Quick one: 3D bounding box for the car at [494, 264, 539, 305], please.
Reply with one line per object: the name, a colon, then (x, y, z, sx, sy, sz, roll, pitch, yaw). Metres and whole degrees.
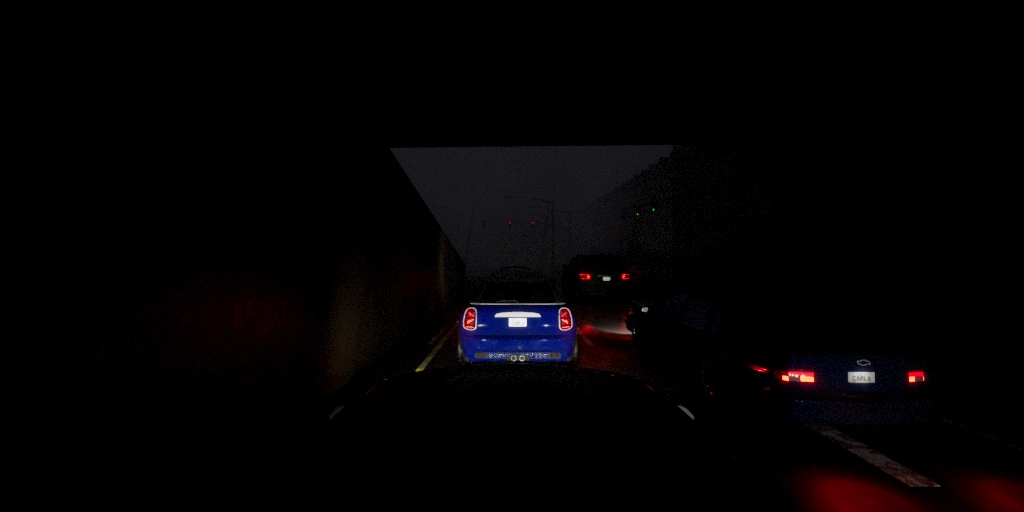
car: (0.133, 1.228, 17.262, 1.882, 1.535, 5.008, 0, 0, -1)

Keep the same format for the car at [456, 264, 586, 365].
car: (0.107, 1.102, 7.979, 2.097, 1.767, 4.553, 0, 0, 0)

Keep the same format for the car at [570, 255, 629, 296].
car: (3.646, 0.971, 16.454, 2.150, 2.045, 5.566, 0, 0, 0)

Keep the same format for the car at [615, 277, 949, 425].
car: (3.611, 1.297, 6.208, 2.033, 1.411, 5.357, 0, 0, 0)
